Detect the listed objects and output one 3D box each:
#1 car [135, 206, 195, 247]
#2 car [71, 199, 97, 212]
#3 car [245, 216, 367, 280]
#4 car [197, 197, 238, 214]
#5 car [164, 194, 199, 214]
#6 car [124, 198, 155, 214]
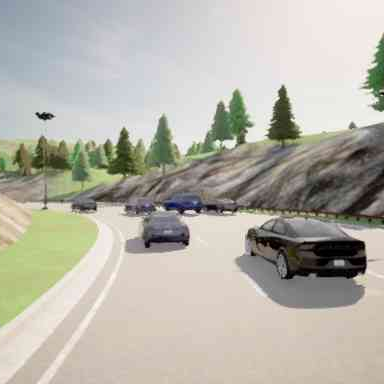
[{"bbox_3d":[-1.386,1.572,15.321,1.994,1.385,4.181,0,0,-12],"label":"car"},{"bbox_3d":[-12.813,1.565,39.336,2.128,1.511,4.902,0,0,-38],"label":"car"},{"bbox_3d":[3.049,1.461,9.989,1.882,1.535,5.008,0,0,-7],"label":"car"},{"bbox_3d":[2.867,1.477,34.571,2.128,1.511,4.902,0,0,-27],"label":"car"},{"bbox_3d":[-1.017,1.229,34.791,2.150,2.045,5.566,0,0,-29],"label":"car"},{"bbox_3d":[-5.438,1.384,34.301,2.097,1.767,4.553,-1,0,-30],"label":"car"}]
